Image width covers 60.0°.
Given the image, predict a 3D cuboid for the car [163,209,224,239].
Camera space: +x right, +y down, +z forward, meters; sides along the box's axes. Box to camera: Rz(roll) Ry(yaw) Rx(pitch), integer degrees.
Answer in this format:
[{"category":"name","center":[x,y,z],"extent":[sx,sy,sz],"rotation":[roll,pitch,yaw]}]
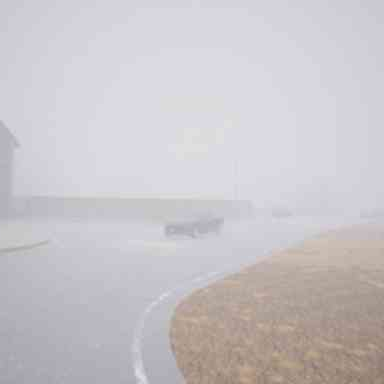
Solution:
[{"category":"car","center":[0.237,1.809,19.801],"extent":[1.882,1.535,5.008],"rotation":[1,-1,30]}]

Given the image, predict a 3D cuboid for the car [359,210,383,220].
[{"category":"car","center":[24.359,3.044,44.941],"extent":[4.718,1.301,1.895],"rotation":[2,-2,-43]}]

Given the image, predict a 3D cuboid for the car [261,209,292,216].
[{"category":"car","center":[8.417,1.959,32.680],"extent":[2.128,1.511,4.902],"rotation":[0,-2,36]}]
